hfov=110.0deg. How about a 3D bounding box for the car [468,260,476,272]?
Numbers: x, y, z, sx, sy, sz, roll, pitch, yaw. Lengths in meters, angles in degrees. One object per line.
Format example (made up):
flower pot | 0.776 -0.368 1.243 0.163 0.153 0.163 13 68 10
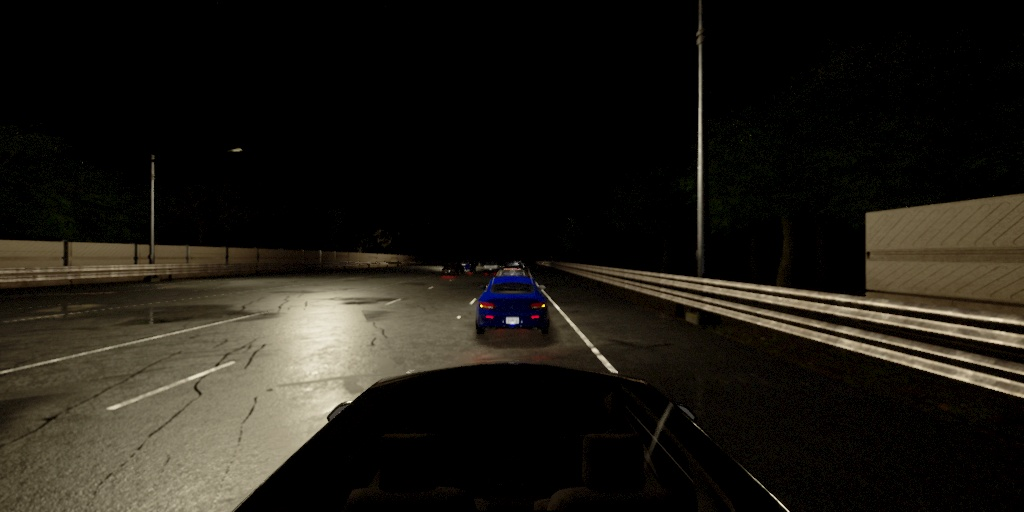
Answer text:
car | -6.278 1.292 49.774 2.097 1.767 4.553 0 0 2

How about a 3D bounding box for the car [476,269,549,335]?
car | 0.013 1.282 10.368 1.812 1.442 4.674 0 0 0

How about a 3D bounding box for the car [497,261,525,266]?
car | 0.125 1.291 31.735 2.128 1.511 4.902 0 -1 2

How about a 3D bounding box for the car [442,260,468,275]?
car | -6.593 1.385 40.596 1.837 1.490 4.892 0 -1 2

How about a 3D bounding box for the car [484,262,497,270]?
car | -2.749 1.523 49.868 1.895 1.301 4.718 0 -1 3

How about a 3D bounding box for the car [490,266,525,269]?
car | 0.022 1.376 19.090 1.895 1.301 4.718 0 0 0
